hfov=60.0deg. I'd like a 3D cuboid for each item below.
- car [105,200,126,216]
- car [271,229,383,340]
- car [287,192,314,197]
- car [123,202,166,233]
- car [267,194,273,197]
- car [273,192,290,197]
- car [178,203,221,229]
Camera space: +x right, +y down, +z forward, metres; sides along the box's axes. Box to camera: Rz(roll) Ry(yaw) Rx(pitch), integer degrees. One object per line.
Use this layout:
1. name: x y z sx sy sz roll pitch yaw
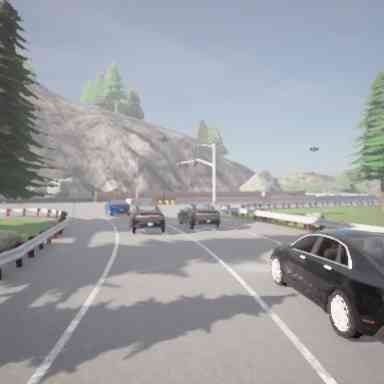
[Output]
1. car: -7.379 1.503 32.765 1.882 1.535 5.008 0 0 -23
2. car: 3.048 1.491 6.568 1.837 1.490 4.892 0 0 -5
3. car: 25.880 1.359 79.336 5.008 1.535 1.882 0 0 -27
4. car: -2.737 1.494 19.694 2.128 1.511 4.902 0 0 -13
5. car: 20.908 1.254 84.577 4.553 1.767 2.097 0 0 -27
6. car: 23.370 1.115 81.957 5.566 2.045 2.150 0 0 -27
7. car: 0.363 1.485 21.507 2.128 1.511 4.902 0 0 -15
